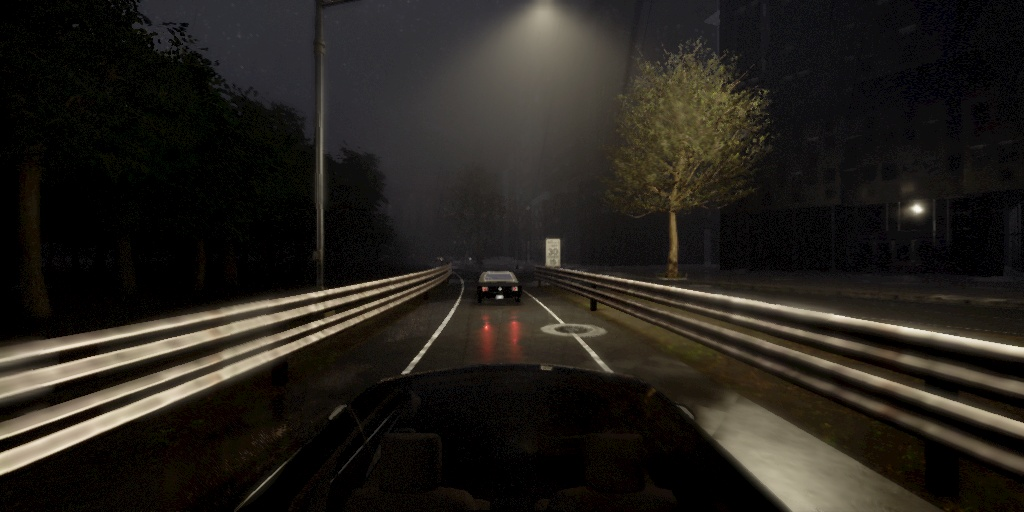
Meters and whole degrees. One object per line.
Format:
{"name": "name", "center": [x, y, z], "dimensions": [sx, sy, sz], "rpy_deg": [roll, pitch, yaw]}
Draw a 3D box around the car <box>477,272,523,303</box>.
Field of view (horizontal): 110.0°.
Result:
{"name": "car", "center": [-0.686, 1.366, 16.687], "dimensions": [1.895, 1.301, 4.718], "rpy_deg": [0, 0, -5]}
